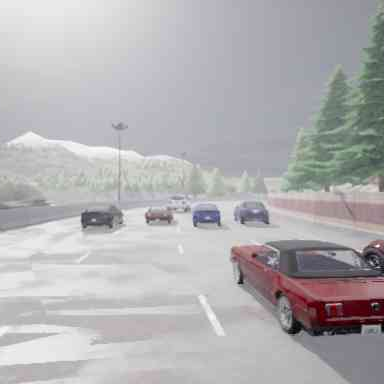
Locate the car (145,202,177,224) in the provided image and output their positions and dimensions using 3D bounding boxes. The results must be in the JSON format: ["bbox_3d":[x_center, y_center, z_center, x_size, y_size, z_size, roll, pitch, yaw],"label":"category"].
[{"bbox_3d":[-2.471,1.715,26.214,1.895,1.301,4.718,0,0,0],"label":"car"}]

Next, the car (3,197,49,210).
[{"bbox_3d":[-16.373,1.445,33.595,2.097,1.767,4.553,0,0,4],"label":"car"}]

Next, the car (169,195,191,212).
[{"bbox_3d":[-1.438,1.414,41.453,2.150,2.045,5.566,0,0,7],"label":"car"}]

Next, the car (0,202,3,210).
[{"bbox_3d":[-19.907,1.640,33.042,1.994,1.385,4.181,0,0,3],"label":"car"}]

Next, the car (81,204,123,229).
[{"bbox_3d":[-5.929,1.560,22.401,1.882,1.535,5.008,0,0,-1],"label":"car"}]

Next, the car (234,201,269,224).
[{"bbox_3d":[4.557,1.494,25.940,2.097,1.767,4.553,0,0,0],"label":"car"}]

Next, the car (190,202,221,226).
[{"bbox_3d":[1.036,1.599,24.693,1.882,1.535,5.008,0,0,0],"label":"car"}]

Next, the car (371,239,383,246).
[{"bbox_3d":[5.738,1.409,7.033,2.097,1.767,4.553,0,0,-8],"label":"car"}]

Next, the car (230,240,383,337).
[{"bbox_3d":[2.197,1.643,6.838,1.895,1.301,4.718,0,0,-8],"label":"car"}]
